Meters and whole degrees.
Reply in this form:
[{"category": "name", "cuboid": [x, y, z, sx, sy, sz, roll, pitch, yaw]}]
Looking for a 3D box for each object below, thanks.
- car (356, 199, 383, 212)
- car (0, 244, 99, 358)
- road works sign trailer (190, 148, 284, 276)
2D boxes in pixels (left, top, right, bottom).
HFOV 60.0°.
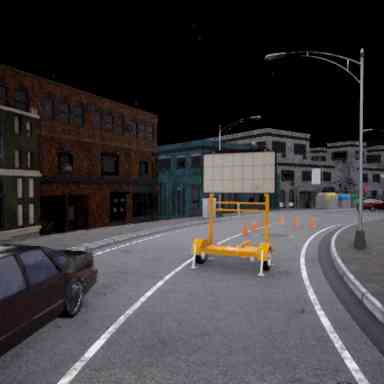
[{"category": "car", "cuboid": [21.820, 1.557, 40.385, 5.008, 1.535, 1.882, 1, 1, -36]}, {"category": "car", "cuboid": [-3.145, 1.537, 4.753, 2.033, 1.411, 5.357, 0, 0, 8]}, {"category": "road works sign trailer", "cuboid": [1.521, 0.459, 10.620, 2.380, 3.560, 2.880, 0, 0, 24]}]
